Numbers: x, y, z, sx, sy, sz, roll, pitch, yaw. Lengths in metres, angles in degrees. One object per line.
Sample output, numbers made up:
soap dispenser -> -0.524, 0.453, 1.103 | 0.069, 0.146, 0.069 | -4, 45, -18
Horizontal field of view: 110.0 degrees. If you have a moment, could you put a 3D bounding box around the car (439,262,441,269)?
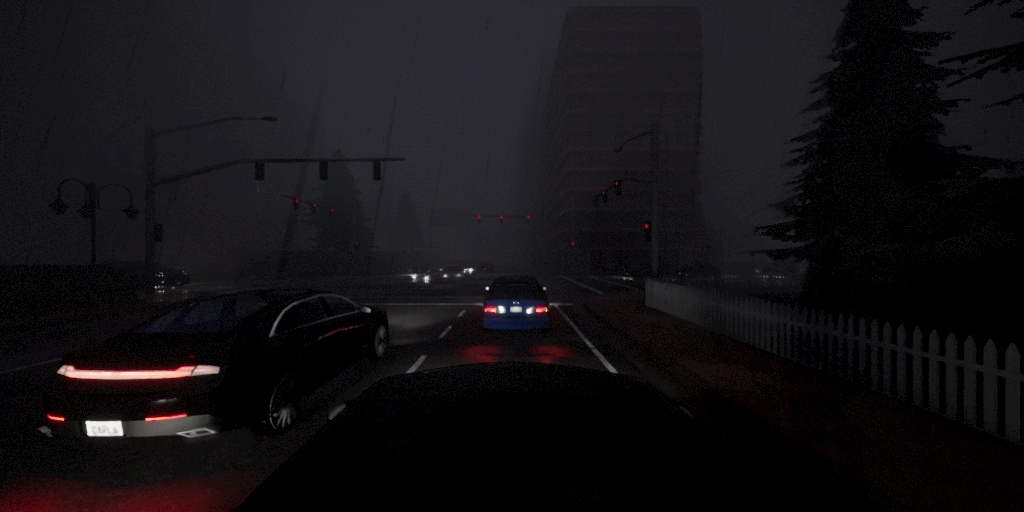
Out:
car -> -10.539, 1.279, 58.364 | 2.033, 1.411, 5.357 | 0, 0, 0

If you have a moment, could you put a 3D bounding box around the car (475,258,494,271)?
car -> -3.372, 1.336, 47.389 | 1.895, 1.301, 4.718 | 0, 0, 0

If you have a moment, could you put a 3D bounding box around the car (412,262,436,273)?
car -> -10.573, 1.337, 43.241 | 1.895, 1.301, 4.718 | 0, 0, 0

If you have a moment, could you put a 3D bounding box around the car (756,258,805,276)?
car -> 26.915, 1.230, 35.910 | 5.357, 1.411, 2.033 | 0, 0, -36

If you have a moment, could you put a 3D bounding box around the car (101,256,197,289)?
car -> -22.126, 1.041, 21.371 | 4.553, 1.767, 2.097 | 0, 0, 0

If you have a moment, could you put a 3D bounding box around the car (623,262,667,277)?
car -> 13.142, 1.231, 33.471 | 5.357, 1.411, 2.033 | 0, 0, -13

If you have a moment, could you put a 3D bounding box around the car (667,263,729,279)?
car -> 15.877, 1.249, 30.647 | 4.181, 1.385, 1.994 | 0, 0, -20

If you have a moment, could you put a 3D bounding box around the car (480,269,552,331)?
car -> 0.119, 1.294, 10.864 | 2.033, 1.411, 5.357 | 0, 0, 1

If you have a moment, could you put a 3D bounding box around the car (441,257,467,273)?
car -> -7.038, 1.214, 43.993 | 1.882, 1.535, 5.008 | 0, 0, 0

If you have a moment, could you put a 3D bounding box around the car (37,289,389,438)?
car -> -3.428, 1.240, 5.450 | 2.128, 1.511, 4.902 | 0, 0, 0

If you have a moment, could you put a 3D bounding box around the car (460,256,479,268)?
car -> -7.043, 1.222, 58.183 | 2.128, 1.511, 4.902 | 0, 0, 0

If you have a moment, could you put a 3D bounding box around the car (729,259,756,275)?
car -> 23.796, 1.283, 38.060 | 4.718, 1.301, 1.895 | 0, 0, -34
